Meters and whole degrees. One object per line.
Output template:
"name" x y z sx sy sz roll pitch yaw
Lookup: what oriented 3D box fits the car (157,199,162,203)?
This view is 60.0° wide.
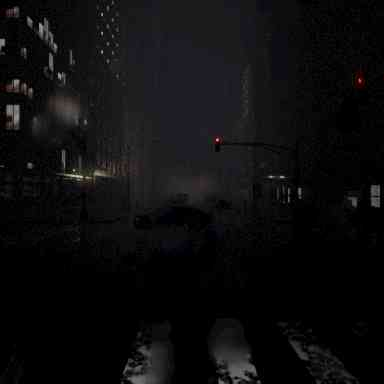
"car" -4.107 1.592 47.277 1.802 1.307 4.206 0 0 0

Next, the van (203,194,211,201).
"van" 3.575 1.321 80.489 1.690 1.788 3.998 0 0 0

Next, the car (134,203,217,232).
"car" -1.087 1.547 19.848 4.674 1.442 1.812 0 0 -3

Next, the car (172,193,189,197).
"car" -1.679 1.228 56.143 2.150 2.045 5.566 0 0 0

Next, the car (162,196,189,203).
"car" -1.569 1.508 33.724 2.128 1.511 4.902 0 0 -1

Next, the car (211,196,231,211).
"car" 3.855 1.579 41.797 1.947 1.339 4.313 0 0 0

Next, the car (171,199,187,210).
"car" -1.615 1.613 43.644 1.895 1.301 4.718 0 0 0

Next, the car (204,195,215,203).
"car" 3.641 1.432 69.434 1.967 1.590 4.097 0 0 0

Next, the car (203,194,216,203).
"car" 3.674 1.312 63.906 2.192 1.841 5.009 0 0 0

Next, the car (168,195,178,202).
"car" -4.272 1.426 74.915 1.967 1.590 4.097 0 0 0

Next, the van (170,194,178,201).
"van" -4.305 1.321 80.442 1.690 1.788 3.998 0 0 0
